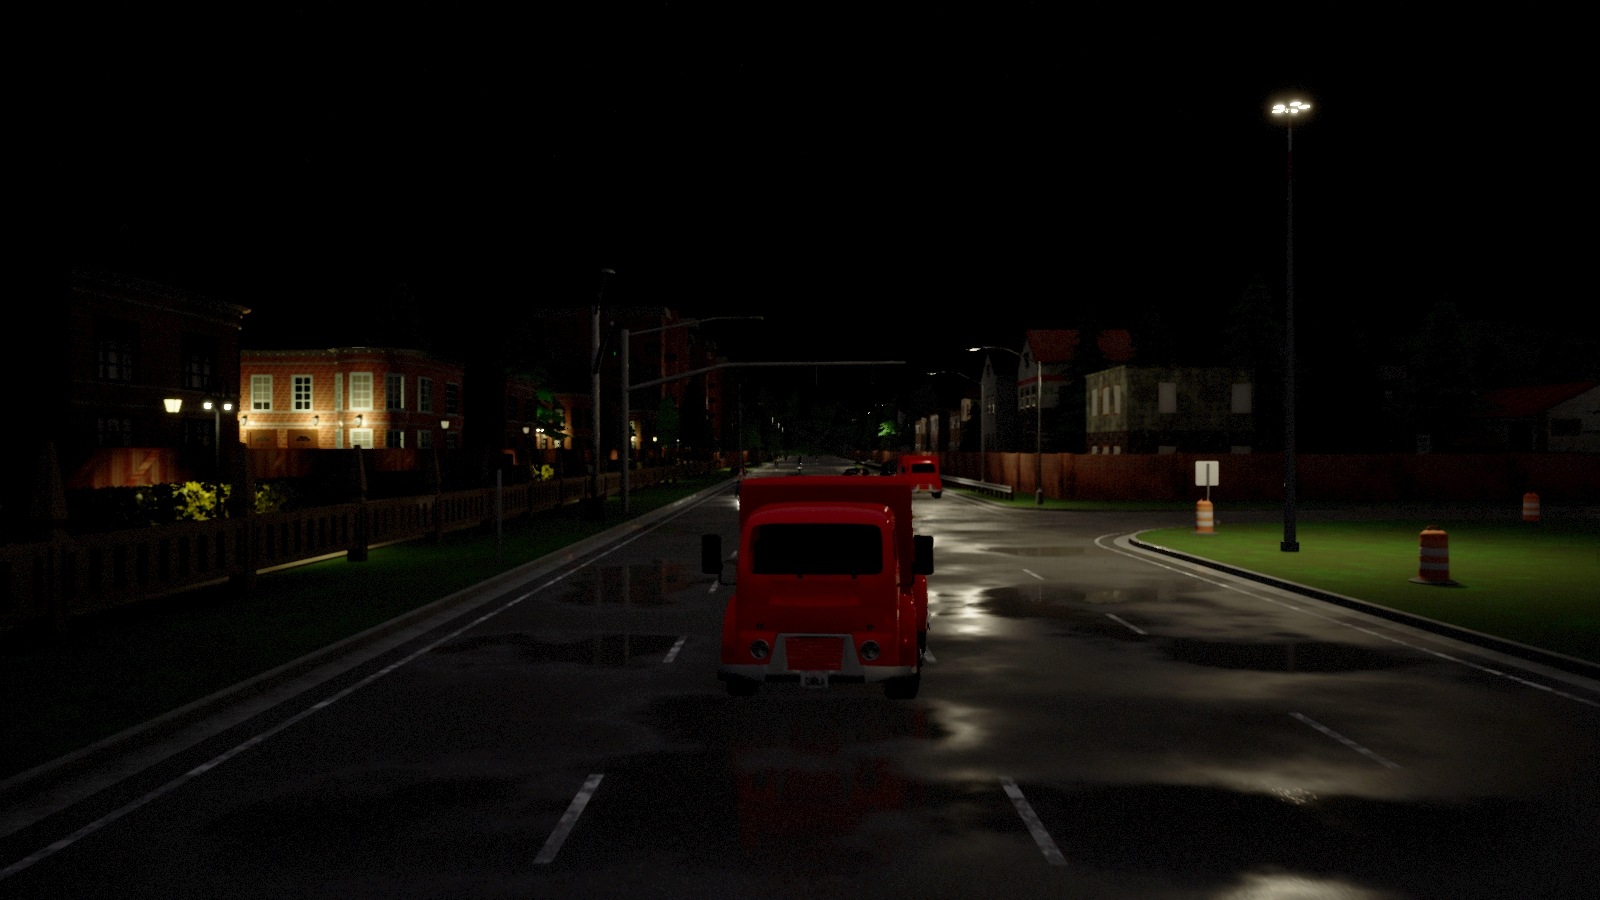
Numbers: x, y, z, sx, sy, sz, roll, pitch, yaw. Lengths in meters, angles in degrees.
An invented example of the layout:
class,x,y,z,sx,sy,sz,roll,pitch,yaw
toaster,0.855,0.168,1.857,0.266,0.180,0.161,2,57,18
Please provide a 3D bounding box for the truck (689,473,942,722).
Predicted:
class,x,y,z,sx,sy,sz,roll,pitch,yaw
truck,0.366,1.567,14.449,2.627,2.467,5.204,0,0,5
